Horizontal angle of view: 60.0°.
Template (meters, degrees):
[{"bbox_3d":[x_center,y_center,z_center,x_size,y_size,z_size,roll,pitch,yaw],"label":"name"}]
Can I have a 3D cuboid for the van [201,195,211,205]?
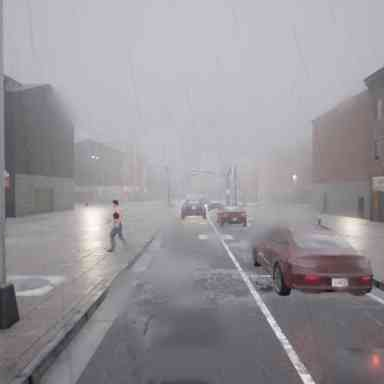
[{"bbox_3d":[2.757,1.610,66.827,1.690,1.788,3.998,-1,-1,0],"label":"van"}]

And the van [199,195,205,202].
[{"bbox_3d":[2.809,1.875,93.279,1.690,1.788,3.998,-1,-1,0],"label":"van"}]

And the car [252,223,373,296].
[{"bbox_3d":[2.768,1.529,8.519,1.812,1.442,4.674,0,0,0],"label":"car"}]

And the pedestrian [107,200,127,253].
[{"bbox_3d":[-2.560,1.147,11.358,0.375,1.860,0.375,-1,1,0],"label":"pedestrian"}]

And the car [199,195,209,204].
[{"bbox_3d":[2.777,1.678,77.409,2.192,1.841,5.009,-1,-1,0],"label":"car"}]

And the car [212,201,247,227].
[{"bbox_3d":[2.675,1.570,22.991,1.887,1.381,4.507,-1,0,0],"label":"car"}]

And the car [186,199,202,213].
[{"bbox_3d":[0.211,1.613,39.618,1.812,1.442,4.674,0,0,1],"label":"car"}]

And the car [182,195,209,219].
[{"bbox_3d":[0.160,1.399,29.799,2.097,1.767,4.553,0,0,0],"label":"car"}]

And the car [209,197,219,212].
[{"bbox_3d":[2.708,1.640,39.868,2.008,1.369,4.403,-1,0,0],"label":"car"}]
